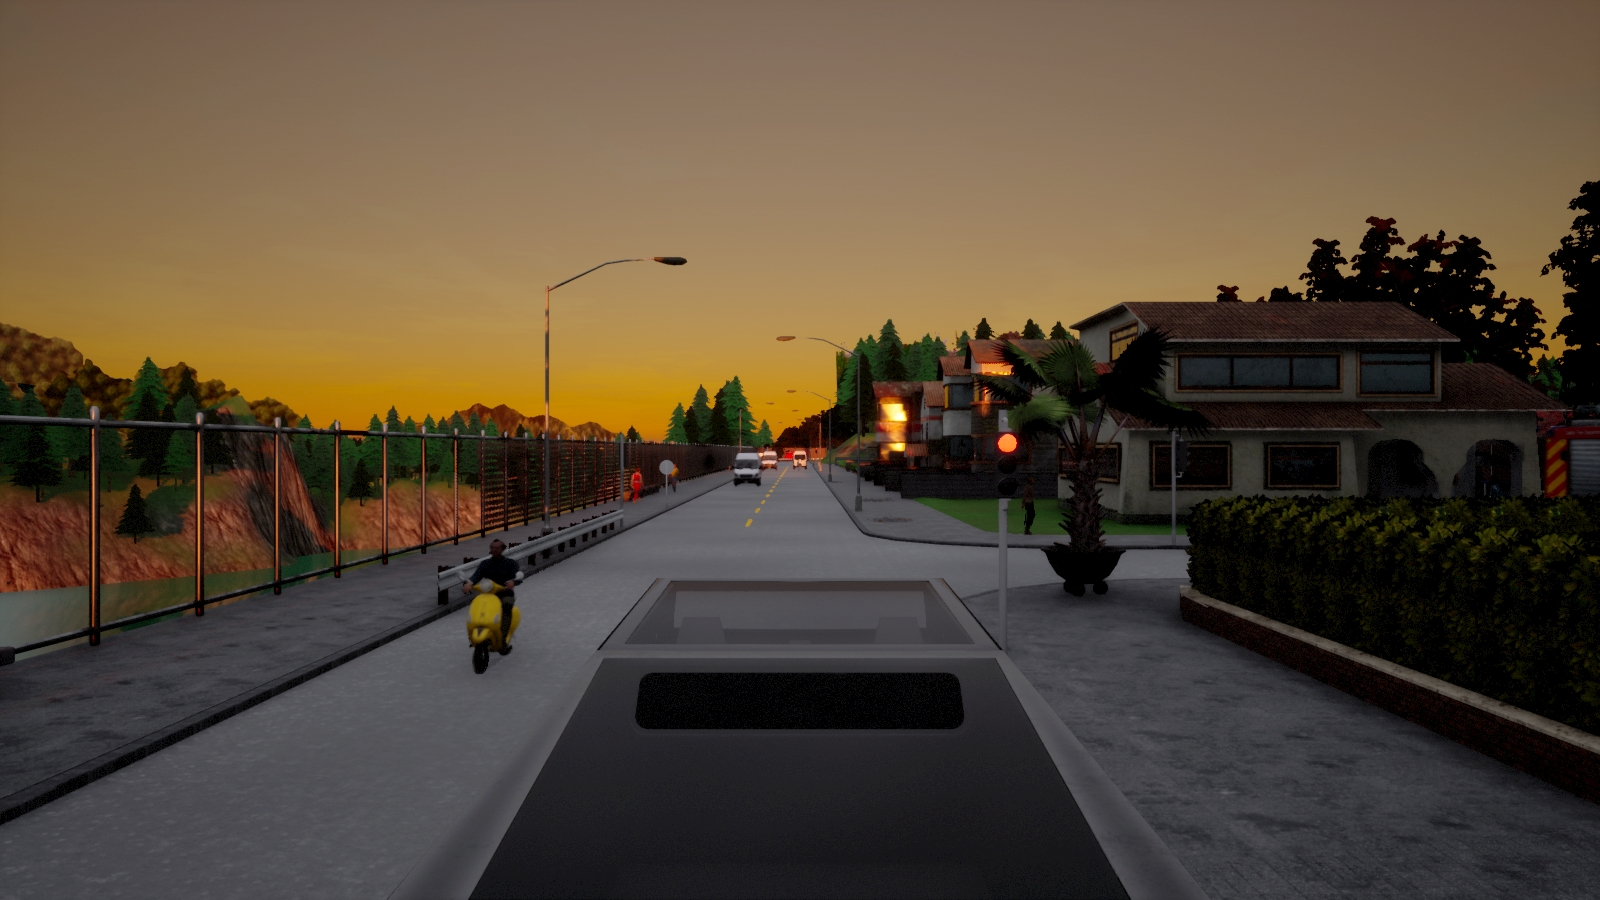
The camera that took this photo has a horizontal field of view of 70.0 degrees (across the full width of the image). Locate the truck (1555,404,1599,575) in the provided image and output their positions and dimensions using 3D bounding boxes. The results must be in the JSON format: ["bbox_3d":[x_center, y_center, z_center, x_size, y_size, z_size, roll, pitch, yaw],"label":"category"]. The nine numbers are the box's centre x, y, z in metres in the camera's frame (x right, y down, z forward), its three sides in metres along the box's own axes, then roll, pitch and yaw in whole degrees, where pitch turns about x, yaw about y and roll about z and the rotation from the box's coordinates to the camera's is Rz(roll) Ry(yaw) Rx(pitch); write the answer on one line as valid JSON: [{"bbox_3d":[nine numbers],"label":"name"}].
[{"bbox_3d":[22.166,0.880,25.699,8.468,3.827,2.891,0,0,0],"label":"truck"}]

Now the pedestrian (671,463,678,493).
[{"bbox_3d":[-7.839,1.720,71.304,0.375,1.860,0.375,0,0,-2],"label":"pedestrian"}]

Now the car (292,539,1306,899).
[{"bbox_3d":[-0.001,1.751,5.830,2.390,2.098,6.274,0,0,0],"label":"car"}]

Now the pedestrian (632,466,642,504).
[{"bbox_3d":[-8.112,1.723,56.806,0.375,1.860,0.375,0,0,12],"label":"pedestrian"}]

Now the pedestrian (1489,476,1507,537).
[{"bbox_3d":[21.564,1.733,35.300,0.375,1.860,0.375,0,0,8],"label":"pedestrian"}]

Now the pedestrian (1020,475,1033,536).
[{"bbox_3d":[7.025,1.722,35.441,0.375,1.860,0.375,0,0,18],"label":"pedestrian"}]

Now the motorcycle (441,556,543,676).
[{"bbox_3d":[-4.000,2.136,15.000,0.856,1.316,1.805,0,0,0],"label":"motorcycle"}]
